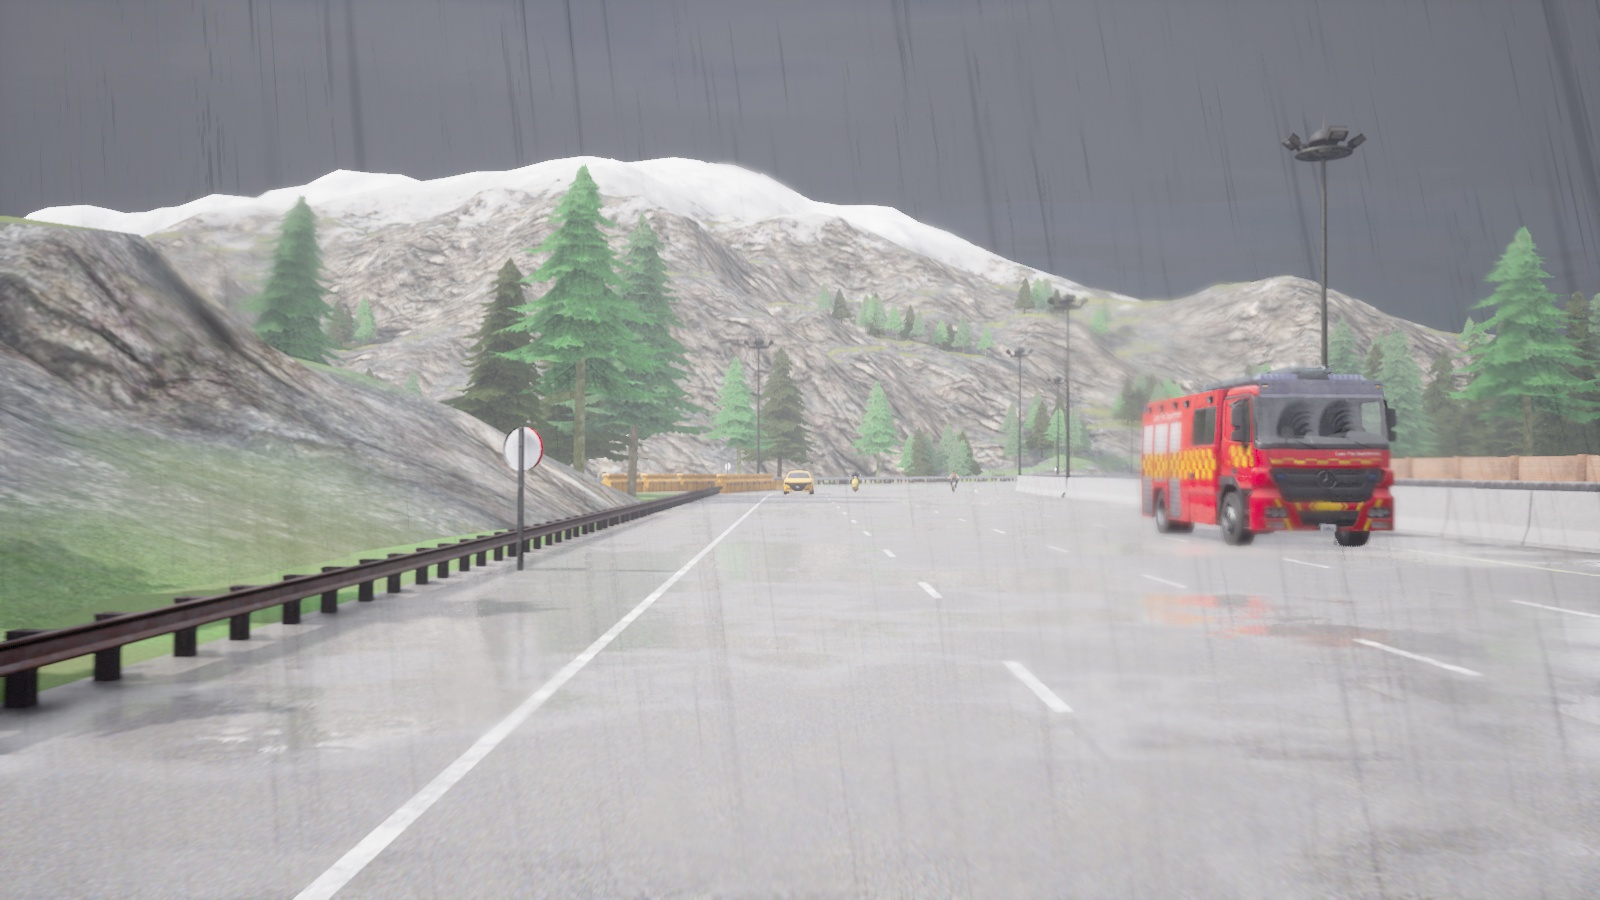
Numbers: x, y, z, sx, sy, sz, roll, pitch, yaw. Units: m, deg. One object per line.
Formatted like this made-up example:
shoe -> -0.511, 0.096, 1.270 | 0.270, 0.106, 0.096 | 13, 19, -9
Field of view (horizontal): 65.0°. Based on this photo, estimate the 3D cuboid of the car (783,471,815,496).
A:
car -> -0.043, 2.116, 81.055 | 1.882, 1.535, 5.008 | 0, -1, 2

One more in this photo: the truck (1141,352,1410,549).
truck -> 10.429, 0.078, 28.740 | 2.891, 3.827, 8.468 | 0, -1, 0
